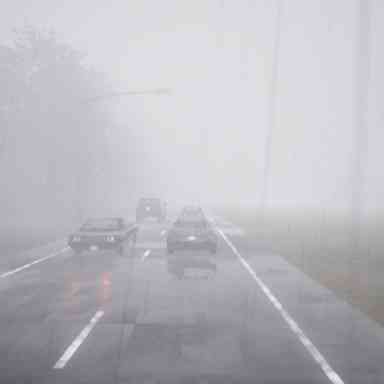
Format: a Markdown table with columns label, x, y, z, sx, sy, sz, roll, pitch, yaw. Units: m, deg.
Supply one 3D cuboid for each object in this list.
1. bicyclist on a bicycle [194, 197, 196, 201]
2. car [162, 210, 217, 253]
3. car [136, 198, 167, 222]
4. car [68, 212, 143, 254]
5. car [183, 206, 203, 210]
| label | x | y | z | sx | sy | sz | roll | pitch | yaw |
| --- | --- | --- | --- | --- | --- | --- | --- | --- | --- |
| bicyclist on a bicycle | 0.965 | 2.361 | 94.717 | 0.582 | 1.620 | 1.656 | 0 | -1 | 0 |
| car | 0.005 | 1.702 | 14.309 | 1.994 | 1.385 | 4.181 | 0 | 0 | 0 |
| car | -3.498 | 1.494 | 29.016 | 2.150 | 2.045 | 5.566 | 0 | 0 | 0 |
| car | -3.497 | 1.736 | 14.121 | 1.895 | 1.301 | 4.718 | 0 | -1 | 0 |
| car | 0.003 | 1.879 | 29.119 | 1.895 | 1.301 | 4.718 | 0 | -1 | 0 |
